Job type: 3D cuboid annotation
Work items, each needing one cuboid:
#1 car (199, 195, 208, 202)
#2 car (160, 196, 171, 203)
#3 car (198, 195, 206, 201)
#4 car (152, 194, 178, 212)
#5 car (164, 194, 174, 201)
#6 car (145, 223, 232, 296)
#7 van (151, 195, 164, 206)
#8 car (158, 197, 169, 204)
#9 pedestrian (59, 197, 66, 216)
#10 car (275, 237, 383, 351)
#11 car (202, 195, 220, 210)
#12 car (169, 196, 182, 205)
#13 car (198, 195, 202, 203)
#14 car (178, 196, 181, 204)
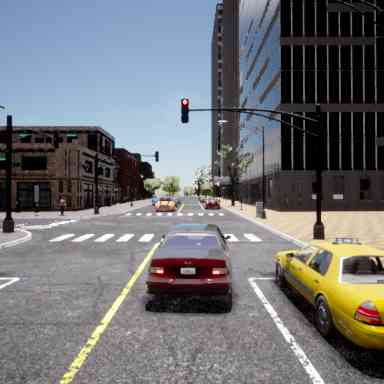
[{"bbox_3d":[2.682,1.554,77.541,1.752,1.417,4.829,1,0,0],"label":"car"},{"bbox_3d":[-5.698,1.593,71.847,1.947,1.339,4.313,1,0,0],"label":"car"},{"bbox_3d":[2.679,1.578,88.441,1.887,1.381,4.507,1,0,0],"label":"car"},{"bbox_3d":[-3.106,1.365,39.232,2.097,1.767,4.553,0,0,0],"label":"car"},{"bbox_3d":[-5.697,1.346,82.915,2.192,1.841,5.009,1,0,0],"label":"car"},{"bbox_3d":[0.073,1.550,8.835,2.033,1.411,5.357,0,0,3],"label":"car"},{"bbox_3d":[-5.690,1.361,55.244,1.690,1.788,3.998,1,0,0],"label":"van"},{"bbox_3d":[-5.697,1.606,66.312,1.802,1.307,4.206,1,0,0],"label":"car"},{"bbox_3d":[-12.553,1.368,32.153,0.375,1.860,0.375,0,0,1],"label":"pedestrian"},{"bbox_3d":[2.837,1.527,6.384,1.752,1.417,4.829,1,0,0],"label":"car"},{"bbox_3d":[2.691,1.455,44.162,1.967,1.590,4.097,1,0,0],"label":"car"},{"bbox_3d":[-3.079,1.514,61.996,2.128,1.511,4.902,0,0,0],"label":"car"},{"bbox_3d":[2.683,1.552,72.007,1.752,1.417,4.829,1,0,0],"label":"car"},{"bbox_3d":[-3.106,1.619,50.273,1.895,1.301,4.718,0,0,0],"label":"car"}]
